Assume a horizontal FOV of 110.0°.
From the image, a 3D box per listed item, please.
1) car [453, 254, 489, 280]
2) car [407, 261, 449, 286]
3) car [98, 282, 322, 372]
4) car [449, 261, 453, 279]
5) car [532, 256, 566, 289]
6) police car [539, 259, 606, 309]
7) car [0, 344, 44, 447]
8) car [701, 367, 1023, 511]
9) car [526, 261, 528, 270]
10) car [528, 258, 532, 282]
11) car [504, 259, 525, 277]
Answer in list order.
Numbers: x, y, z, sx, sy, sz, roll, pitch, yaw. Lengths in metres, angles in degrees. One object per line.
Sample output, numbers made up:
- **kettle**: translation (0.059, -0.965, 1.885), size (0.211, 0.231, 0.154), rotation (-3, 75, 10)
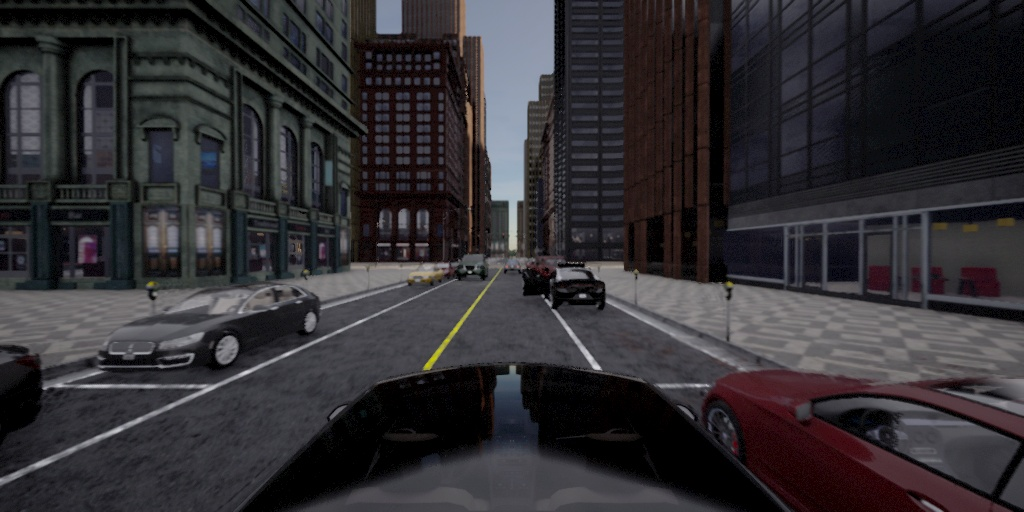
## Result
- **car**: translation (-3.097, 0.843, 29.283), size (2.150, 2.045, 5.566), rotation (0, 0, 0)
- **car**: translation (-5.764, 1.166, 24.319), size (1.751, 1.417, 4.829), rotation (0, 0, 0)
- **car**: translation (-5.763, 1.271, 7.579), size (2.007, 1.370, 4.403), rotation (0, 0, 0)
- **car**: translation (-5.764, 1.197, 30.125), size (1.802, 1.307, 4.207), rotation (0, 0, 0)
- **car**: translation (2.761, 0.955, 24.492), size (2.192, 1.841, 5.009), rotation (0, 0, 0)
- **police car**: translation (2.366, 1.111, 14.580), size (1.930, 1.638, 5.238), rotation (0, 0, 0)
- **car**: translation (-5.762, 1.315, 1.943), size (1.948, 1.339, 4.313), rotation (0, 0, 0)
- **car**: translation (2.763, 1.331, 1.949), size (1.802, 1.307, 4.207), rotation (0, 0, 0)
- **car**: translation (2.761, 1.156, 35.765), size (1.948, 1.339, 4.313), rotation (0, 0, 0)
- **car**: translation (2.761, 0.930, 30.128), size (2.192, 1.841, 5.009), rotation (0, 0, 0)
- **car**: translation (0.049, 1.123, 38.999), size (2.033, 1.411, 5.357), rotation (0, 0, 1)
